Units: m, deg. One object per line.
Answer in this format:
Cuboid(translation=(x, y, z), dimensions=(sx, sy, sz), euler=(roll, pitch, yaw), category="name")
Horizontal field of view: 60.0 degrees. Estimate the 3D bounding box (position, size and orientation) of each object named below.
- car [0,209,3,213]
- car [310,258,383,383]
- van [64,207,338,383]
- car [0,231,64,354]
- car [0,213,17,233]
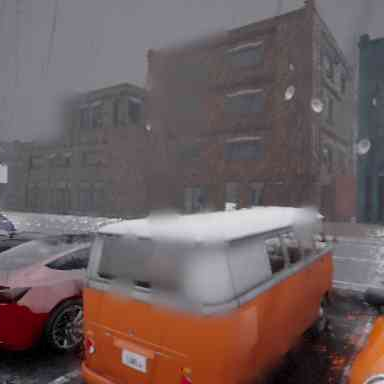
Cuboid(translation=(-8.432, 1.352, 11.196), dimensions=(2.185, 1.767, 4.553), euler=(0, 0, 35), category="car")
Cuboid(translation=(2.899, 1.355, 3.117), dimensions=(2.185, 1.767, 4.553), euler=(0, 0, 35), category="car")
Cuboid(translation=(0.734, 1.255, 4.767), dimensions=(1.878, 1.987, 4.442), euler=(0, 0, 35), category="van")
Cuboid(translation=(-1.635, 1.510, 6.348), dimensions=(2.163, 1.488, 4.792), euler=(0, 0, 35), category="car")
Cuboid(translation=(-6.186, 1.518, 9.553), dimensions=(2.002, 1.452, 4.674), euler=(0, 0, 35), category="car")
